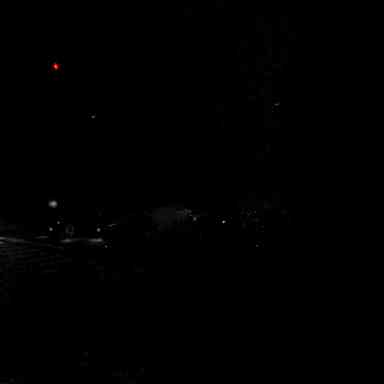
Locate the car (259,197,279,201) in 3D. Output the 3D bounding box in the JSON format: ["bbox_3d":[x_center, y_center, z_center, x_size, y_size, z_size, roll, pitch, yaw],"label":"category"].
[{"bbox_3d":[10.208,1.749,45.183,2.150,2.045,5.566,0,0,36],"label":"car"}]

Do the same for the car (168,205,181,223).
[{"bbox_3d":[-1.794,1.875,28.421,1.812,1.442,4.674,0,0,35],"label":"car"}]

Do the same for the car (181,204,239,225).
[{"bbox_3d":[1.633,1.859,27.629,2.128,1.511,4.902,0,0,35],"label":"car"}]

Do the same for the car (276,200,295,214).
[{"bbox_3d":[13.166,2.087,43.728,2.033,1.411,5.357,0,0,36],"label":"car"}]

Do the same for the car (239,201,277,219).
[{"bbox_3d":[6.990,1.973,35.144,1.812,1.442,4.674,0,0,36],"label":"car"}]

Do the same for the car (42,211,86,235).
[{"bbox_3d":[-6.954,1.875,21.181,1.895,1.301,4.718,0,0,35],"label":"car"}]

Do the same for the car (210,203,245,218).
[{"bbox_3d":[3.989,1.999,36.509,1.994,1.385,4.181,0,0,36],"label":"car"}]

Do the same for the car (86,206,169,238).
[{"bbox_3d":[-3.744,1.814,20.080,1.812,1.442,4.674,0,0,36],"label":"car"}]
